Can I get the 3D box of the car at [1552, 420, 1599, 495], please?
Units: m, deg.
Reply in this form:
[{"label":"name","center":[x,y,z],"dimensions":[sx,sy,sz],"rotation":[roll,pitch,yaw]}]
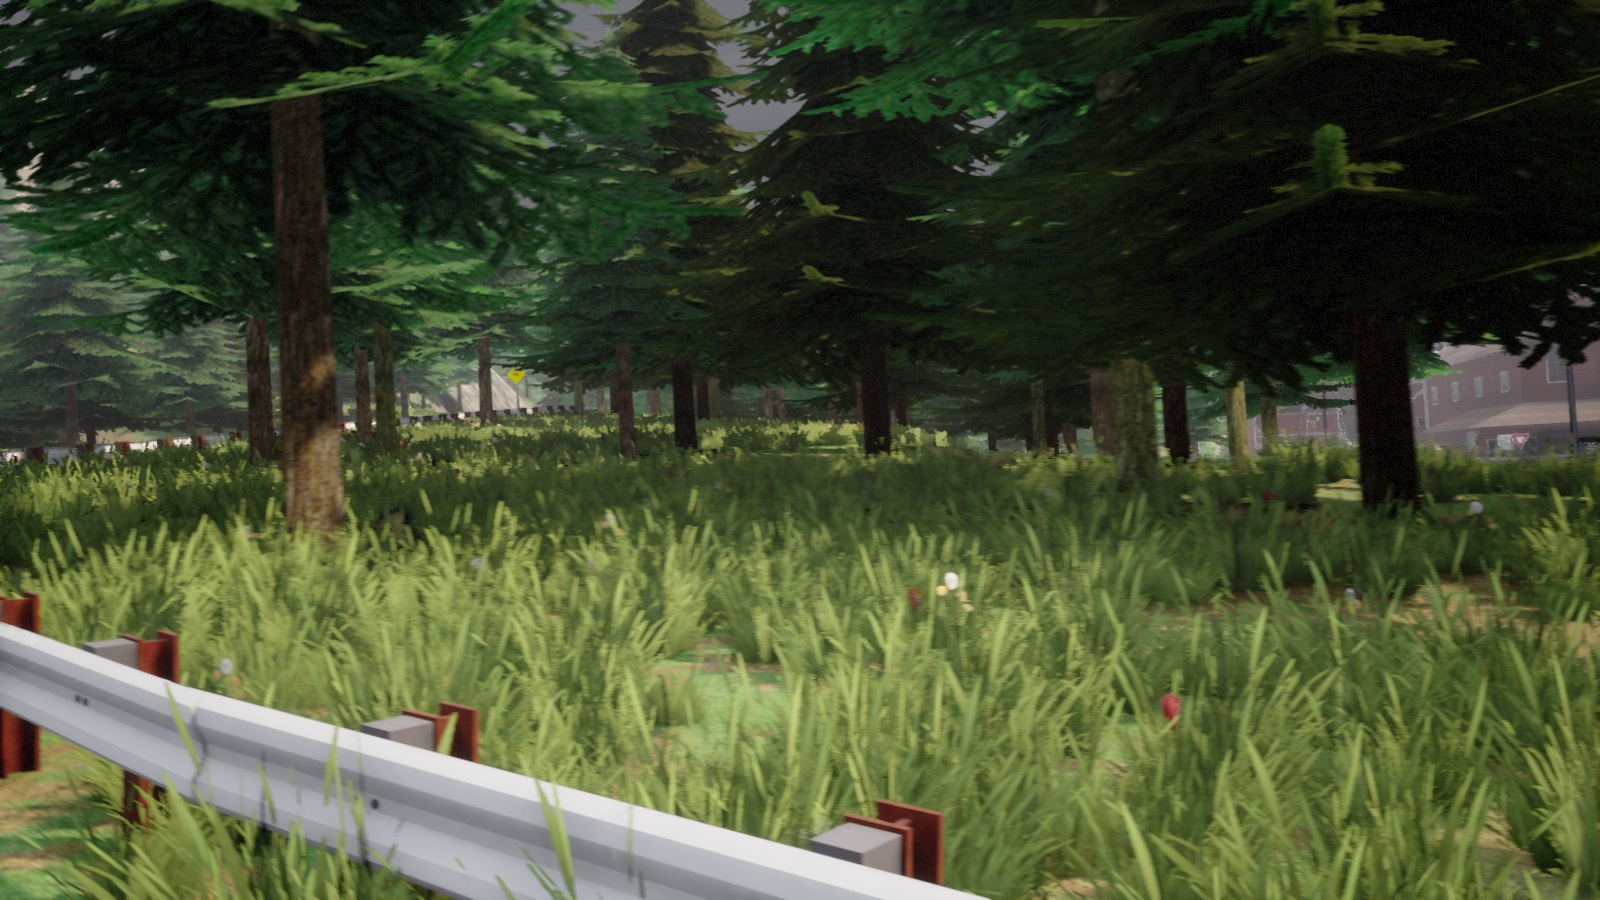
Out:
[{"label":"car","center":[22.927,0.139,34.384],"dimensions":[2.150,2.045,5.566],"rotation":[-5,-2,11]}]
